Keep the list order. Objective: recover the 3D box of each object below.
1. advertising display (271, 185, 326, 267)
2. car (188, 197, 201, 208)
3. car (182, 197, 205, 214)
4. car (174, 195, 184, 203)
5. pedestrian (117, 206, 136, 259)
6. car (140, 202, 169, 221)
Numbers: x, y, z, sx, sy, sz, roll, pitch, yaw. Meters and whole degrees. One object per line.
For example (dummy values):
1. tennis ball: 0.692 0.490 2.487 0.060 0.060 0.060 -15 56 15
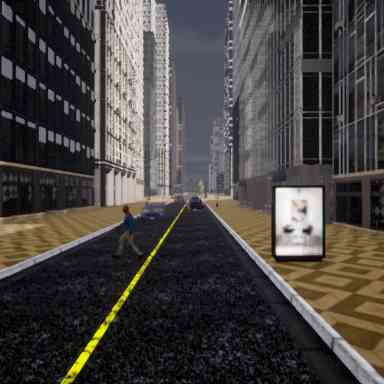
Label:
1. advertising display: 3.198 1.024 10.039 1.540 2.440 0.280 0 0 0
2. car: 0.431 1.496 49.059 1.837 1.490 4.892 0 0 0
3. car: 0.340 1.487 35.306 2.128 1.511 4.902 0 0 0
4. car: -2.551 1.337 67.418 2.097 1.767 4.553 0 0 1
5. pedestrian: -2.140 1.291 10.877 0.375 1.860 0.375 0 0 -5
6. car: -2.915 1.544 27.080 2.033 1.411 5.357 0 0 0
